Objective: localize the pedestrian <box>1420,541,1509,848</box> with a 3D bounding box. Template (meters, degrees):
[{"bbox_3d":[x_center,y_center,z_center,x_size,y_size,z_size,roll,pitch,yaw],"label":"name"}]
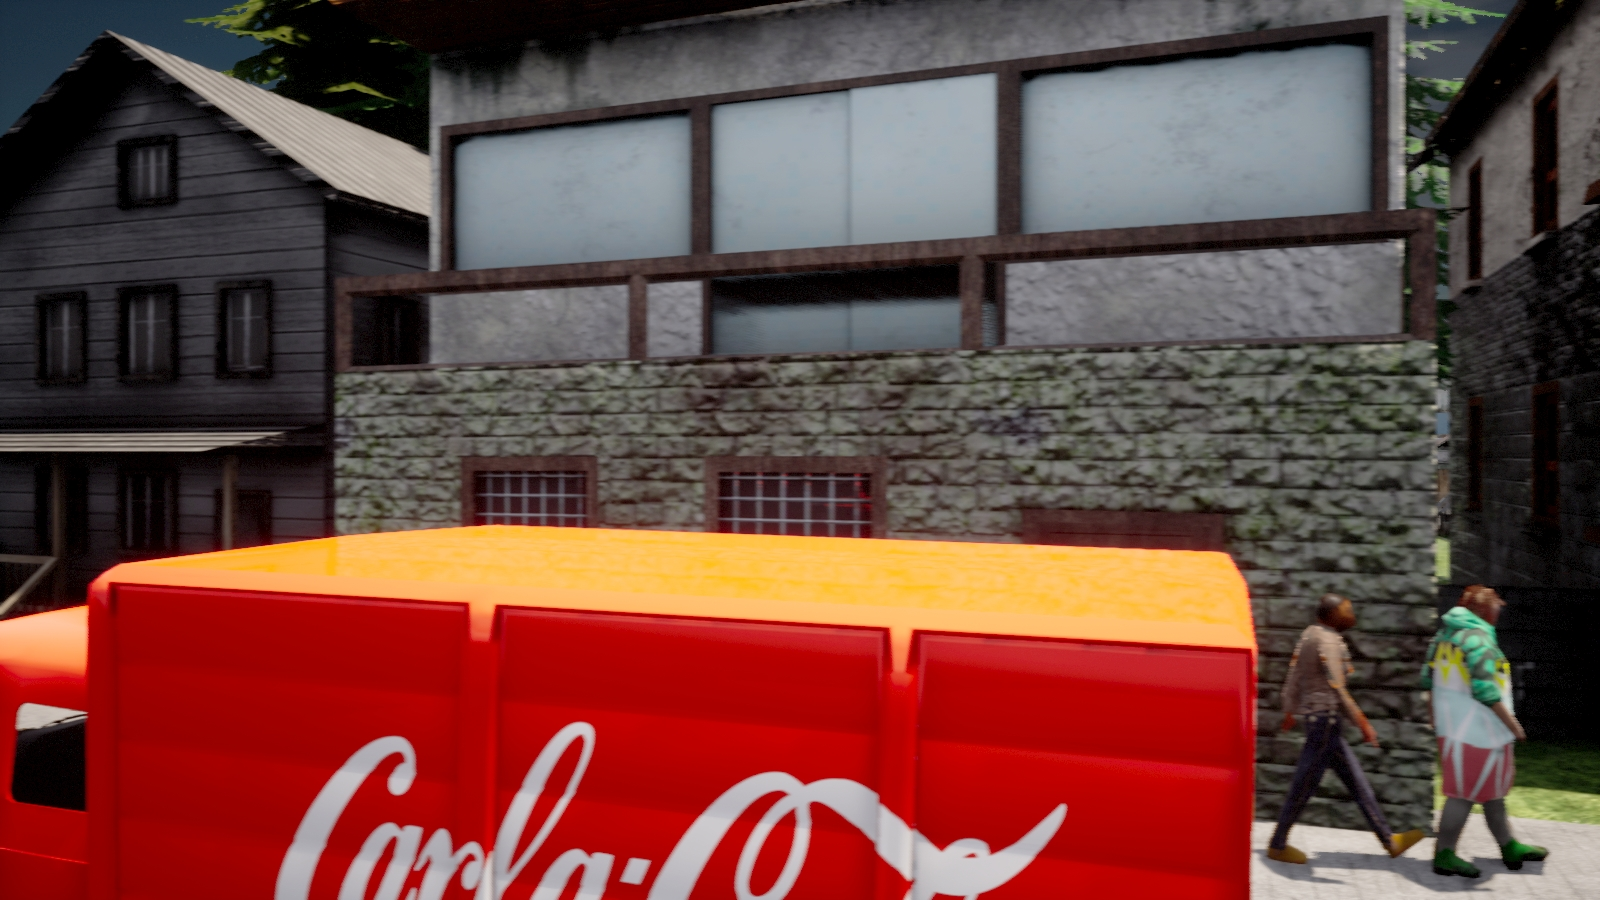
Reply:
[{"bbox_3d":[4.212,1.524,7.257,0.375,1.860,0.375,0,0,8],"label":"pedestrian"}]

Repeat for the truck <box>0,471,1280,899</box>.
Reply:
[{"bbox_3d":[-1.107,1.348,4.227,5.204,2.467,2.627,0,0,20],"label":"truck"}]

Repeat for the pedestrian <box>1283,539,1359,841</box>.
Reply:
[{"bbox_3d":[3.368,1.525,7.398,0.375,1.860,0.375,0,0,13],"label":"pedestrian"}]
